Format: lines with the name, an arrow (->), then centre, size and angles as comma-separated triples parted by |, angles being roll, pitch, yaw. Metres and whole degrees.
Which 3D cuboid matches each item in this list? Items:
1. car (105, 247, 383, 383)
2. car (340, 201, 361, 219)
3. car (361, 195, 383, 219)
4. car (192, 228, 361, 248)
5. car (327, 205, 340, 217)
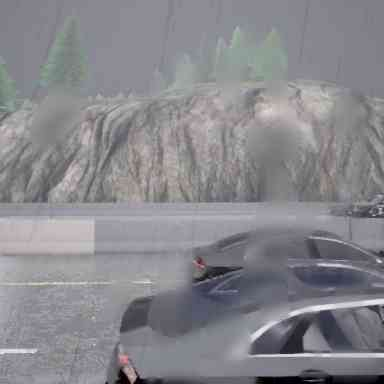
car -> 1.702, 1.491, 3.148 | 4.902, 1.511, 2.128 | 0, 0, -3
car -> 14.700, 1.218, 25.313 | 5.566, 2.045, 2.150 | 0, 0, -4
car -> 14.569, 1.218, 21.793 | 5.566, 2.045, 2.150 | 0, 0, -4
car -> 2.350, 1.504, 6.693 | 4.892, 1.490, 1.837 | 0, 0, -3
car -> 14.256, 1.487, 28.789 | 4.902, 1.511, 2.128 | 0, 0, -4
